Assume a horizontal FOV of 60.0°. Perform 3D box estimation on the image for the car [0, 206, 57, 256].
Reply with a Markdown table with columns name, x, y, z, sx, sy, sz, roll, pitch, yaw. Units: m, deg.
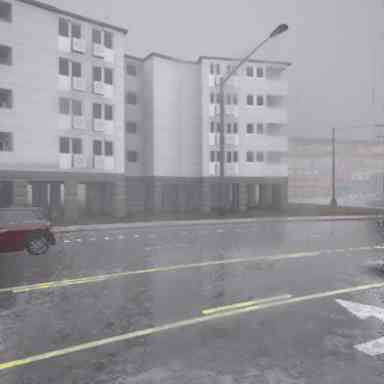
| name | x | y | z | sx | sy | sz | roll | pitch | yaw |
| --- | --- | --- | --- | --- | --- | --- | --- | --- | --- |
| car | -7.216 | 1.326 | 11.503 | 4.553 | 1.767 | 2.097 | 0 | 0 | -32 |
